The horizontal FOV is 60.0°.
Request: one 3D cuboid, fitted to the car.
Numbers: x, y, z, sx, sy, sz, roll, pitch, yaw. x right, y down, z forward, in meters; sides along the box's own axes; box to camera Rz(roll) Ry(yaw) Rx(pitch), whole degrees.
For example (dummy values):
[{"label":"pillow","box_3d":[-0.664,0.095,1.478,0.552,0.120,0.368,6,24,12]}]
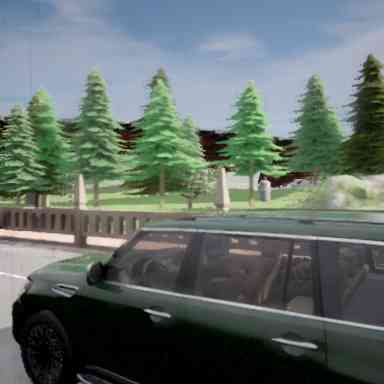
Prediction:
[{"label":"car","box_3d":[0.386,1.207,3.559,5.566,2.045,2.150,0,0,35]}]
